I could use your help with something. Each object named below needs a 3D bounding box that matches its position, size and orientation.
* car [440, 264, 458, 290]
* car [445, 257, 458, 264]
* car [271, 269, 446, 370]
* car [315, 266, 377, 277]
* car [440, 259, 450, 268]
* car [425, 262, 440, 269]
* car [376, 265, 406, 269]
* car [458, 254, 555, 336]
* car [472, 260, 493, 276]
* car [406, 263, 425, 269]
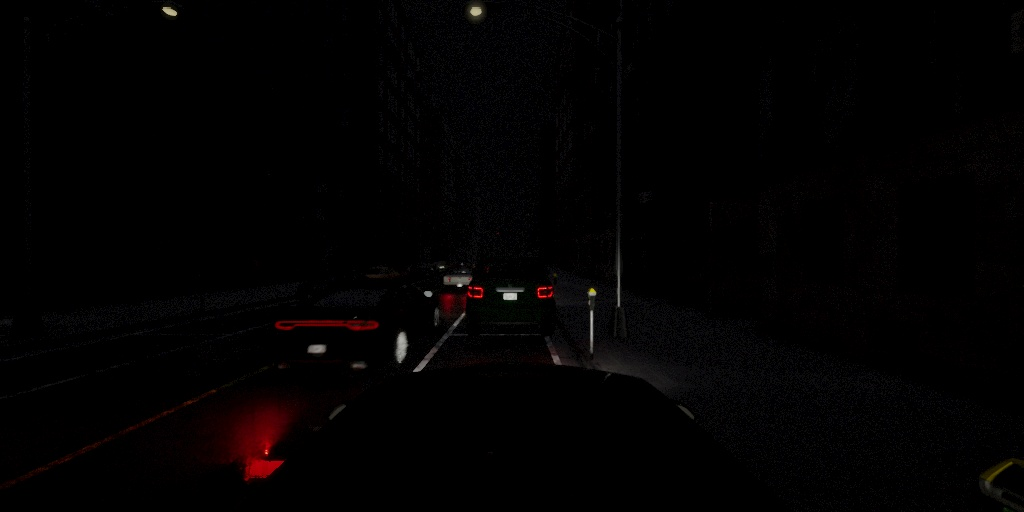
[{"bbox_3d":[-2.922,1.350,22.355,1.895,1.301,4.718,0,0,0],"label":"car"},{"bbox_3d":[-8.408,1.052,49.696,2.192,1.841,5.009,0,0,0],"label":"car"},{"bbox_3d":[-2.922,1.227,7.844,1.882,1.535,5.008,0,0,0],"label":"car"},{"bbox_3d":[-8.408,1.316,17.218,1.948,1.339,4.313,0,0,0],"label":"car"},{"bbox_3d":[-8.408,1.295,38.870,2.007,1.370,4.403,0,0,0],"label":"car"},{"bbox_3d":[-8.408,1.298,33.457,2.007,1.370,4.403,0,0,0],"label":"car"},{"bbox_3d":[-8.408,1.275,22.461,1.751,1.417,4.829,0,0,0],"label":"car"},{"bbox_3d":[-0.039,0.978,10.530,2.150,2.045,5.566,0,0,0],"label":"car"},{"bbox_3d":[-3.022,1.200,37.898,1.801,1.575,5.366,0,0,0],"label":"car"},{"bbox_3d":[-8.408,1.331,28.044,1.802,1.307,4.207,0,0,0],"label":"car"}]
